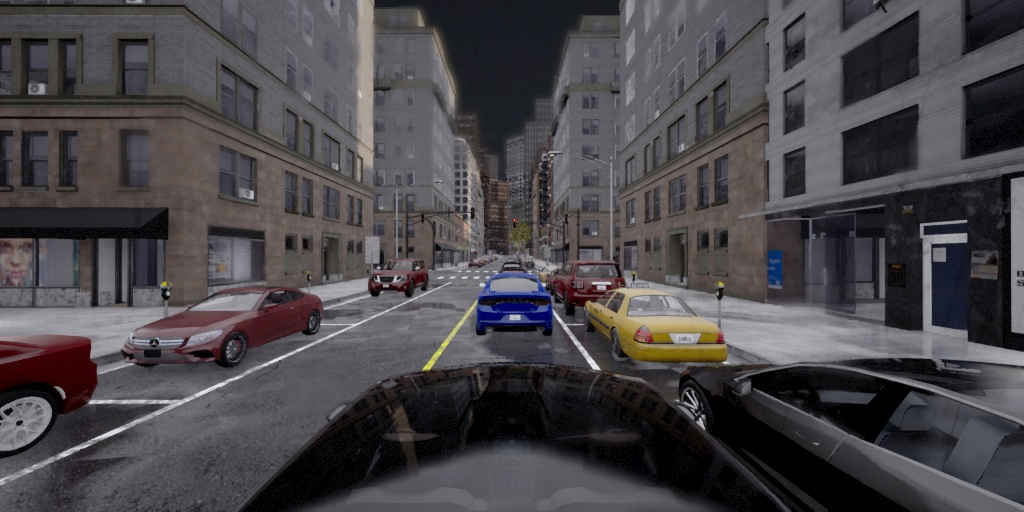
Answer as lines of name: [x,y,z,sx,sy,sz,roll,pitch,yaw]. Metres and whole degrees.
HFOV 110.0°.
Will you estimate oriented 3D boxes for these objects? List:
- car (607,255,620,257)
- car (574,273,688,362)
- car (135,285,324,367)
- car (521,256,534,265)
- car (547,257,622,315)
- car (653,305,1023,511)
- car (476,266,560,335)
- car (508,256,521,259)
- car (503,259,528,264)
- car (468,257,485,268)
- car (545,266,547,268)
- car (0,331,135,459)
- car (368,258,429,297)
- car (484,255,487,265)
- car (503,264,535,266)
car: [11.313,0.864,39.718,5.566,2.045,2.150,0,0,0]
car: [2.753,1.272,8.032,1.751,1.417,4.829,0,0,0]
car: [-5.772,1.328,7.855,1.802,1.307,4.207,0,0,0]
car: [2.674,1.132,56.628,2.007,1.370,4.403,0,0,0]
car: [2.744,1.055,13.416,2.192,1.841,5.009,0,0,0]
car: [2.761,1.316,2.310,1.948,1.339,4.313,0,0,0]
car: [0.035,1.222,10.502,1.882,1.535,5.008,0,0,-1]
car: [-0.081,1.130,56.499,2.033,1.411,5.357,0,0,1]
car: [0.006,1.216,26.937,1.837,1.490,4.892,0,0,0]
car: [-5.851,1.127,56.621,1.888,1.381,4.507,0,0,0]
car: [2.735,1.313,18.968,1.802,1.307,4.207,0,0,0]
car: [-5.764,1.295,2.303,1.888,1.381,4.507,0,0,0]
car: [-5.791,1.046,18.961,2.192,1.841,5.009,0,0,0]
car: [-5.860,0.990,62.046,1.967,1.591,4.097,0,0,0]
car: [0.067,1.297,18.024,1.994,1.385,4.181,0,0,0]
